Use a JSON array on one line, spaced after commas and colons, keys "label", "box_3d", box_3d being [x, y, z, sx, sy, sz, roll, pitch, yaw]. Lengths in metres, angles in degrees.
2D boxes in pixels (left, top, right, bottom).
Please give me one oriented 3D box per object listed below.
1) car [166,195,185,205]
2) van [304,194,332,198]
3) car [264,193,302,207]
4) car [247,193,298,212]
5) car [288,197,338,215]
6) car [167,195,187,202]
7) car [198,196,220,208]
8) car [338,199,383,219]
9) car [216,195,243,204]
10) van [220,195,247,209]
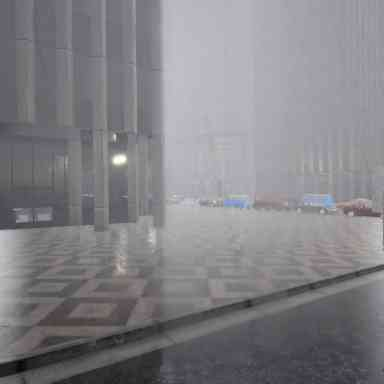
[{"label": "car", "box_3d": [-3.741, 1.438, 55.873, 2.008, 1.369, 4.403, -1, 1, -36]}, {"label": "van", "box_3d": [16.057, 1.178, 42.838, 1.690, 1.788, 3.998, -1, 1, -36]}, {"label": "car", "box_3d": [12.845, 1.130, 47.334, 2.192, 1.841, 5.009, -1, 1, -36]}, {"label": "car", "box_3d": [9.110, 1.290, 37.890, 2.192, 1.841, 5.009, -1, 1, -36]}, {"label": "car", "box_3d": [12.325, 1.549, 33.398, 2.008, 1.369, 4.403, -1, 1, -36]}, {"label": "car", "box_3d": [-3.208, 1.256, 69.815, 2.008, 1.369, 4.403, -1, 1, -36]}, {"label": "car", "box_3d": [2.685, 1.371, 46.881, 1.967, 1.590, 4.097, -1, 1, -36]}, {"label": "car", "box_3d": [15.538, 1.566, 28.902, 1.887, 1.381, 4.507, -1, 1, -36]}, {"label": "car", "box_3d": [6.326, 1.296, 56.466, 1.752, 1.417, 4.829, -1, 1, -36]}, {"label": "van", "box_3d": [5.897, 1.294, 42.386, 1.690, 1.788, 3.998, -1, 1, -36]}]
